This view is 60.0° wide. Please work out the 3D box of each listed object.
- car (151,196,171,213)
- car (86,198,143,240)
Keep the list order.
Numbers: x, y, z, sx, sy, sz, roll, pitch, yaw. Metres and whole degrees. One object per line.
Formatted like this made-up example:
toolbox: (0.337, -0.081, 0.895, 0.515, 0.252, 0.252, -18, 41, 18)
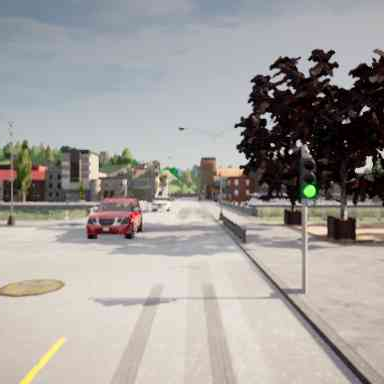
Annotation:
car: (-3.992, 1.544, 43.829, 2.150, 2.045, 5.566, 0, 0, 0)
car: (-4.014, 1.381, 18.186, 2.150, 2.045, 5.566, 0, 0, -1)
